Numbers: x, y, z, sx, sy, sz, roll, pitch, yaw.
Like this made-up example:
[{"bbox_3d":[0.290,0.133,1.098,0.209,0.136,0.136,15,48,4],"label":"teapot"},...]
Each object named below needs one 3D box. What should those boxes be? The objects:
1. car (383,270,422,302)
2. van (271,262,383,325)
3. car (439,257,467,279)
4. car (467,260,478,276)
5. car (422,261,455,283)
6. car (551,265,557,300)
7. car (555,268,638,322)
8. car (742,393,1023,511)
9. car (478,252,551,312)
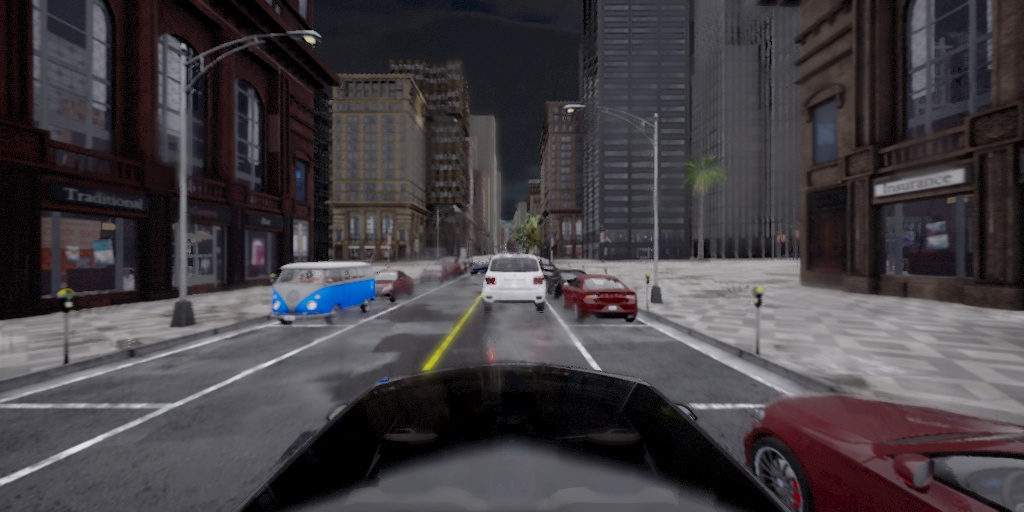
[{"bbox_3d":[-5.769,1.315,16.693,1.802,1.307,4.207,0,0,0],"label":"car"},{"bbox_3d":[-5.766,1.079,11.392,1.690,1.789,3.998,0,0,0],"label":"van"},{"bbox_3d":[-5.775,1.026,32.596,2.192,1.841,5.009,0,0,0],"label":"car"},{"bbox_3d":[-3.112,1.304,36.062,1.895,1.301,4.718,0,0,0],"label":"car"},{"bbox_3d":[-5.773,1.301,27.295,1.802,1.307,4.207,0,0,0],"label":"car"},{"bbox_3d":[2.756,1.298,17.458,1.948,1.339,4.313,0,0,0],"label":"car"},{"bbox_3d":[2.758,1.283,12.059,1.888,1.381,4.507,0,0,0],"label":"car"},{"bbox_3d":[2.763,1.333,1.260,1.802,1.307,4.207,0,0,0],"label":"car"},{"bbox_3d":[0.087,0.957,14.239,2.150,2.045,5.566,0,0,0],"label":"car"}]
